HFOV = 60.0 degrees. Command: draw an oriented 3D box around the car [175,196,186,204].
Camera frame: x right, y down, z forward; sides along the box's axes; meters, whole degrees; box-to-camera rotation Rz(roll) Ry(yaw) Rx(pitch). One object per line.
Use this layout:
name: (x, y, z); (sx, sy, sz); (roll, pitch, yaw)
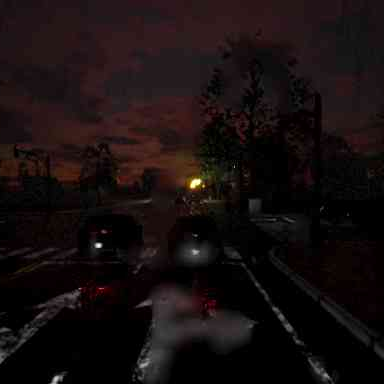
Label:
car: (-2.684, 1.846, 71.387); (1.994, 1.385, 4.181); (0, 0, 1)

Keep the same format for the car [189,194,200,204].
car: (0.560, 1.519, 70.980); (2.150, 2.045, 5.566); (0, 0, 1)

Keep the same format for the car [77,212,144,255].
car: (-3.162, 1.600, 13.632); (1.837, 1.490, 4.892); (0, -1, 0)

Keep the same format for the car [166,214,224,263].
car: (0.096, 1.580, 12.240); (1.837, 1.490, 4.892); (0, -1, 0)

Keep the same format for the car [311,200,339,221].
car: (12.316, 1.394, 27.529); (4.553, 1.767, 2.097); (0, 1, 3)

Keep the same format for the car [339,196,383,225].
car: (14.168, 1.290, 24.187); (5.566, 2.045, 2.150); (-1, 1, 3)

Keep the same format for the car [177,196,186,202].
car: (-2.514, 1.705, 81.421); (1.882, 1.535, 5.008); (0, 0, 1)
